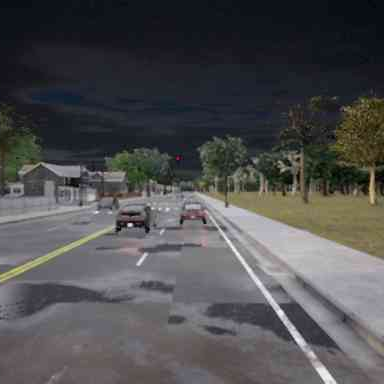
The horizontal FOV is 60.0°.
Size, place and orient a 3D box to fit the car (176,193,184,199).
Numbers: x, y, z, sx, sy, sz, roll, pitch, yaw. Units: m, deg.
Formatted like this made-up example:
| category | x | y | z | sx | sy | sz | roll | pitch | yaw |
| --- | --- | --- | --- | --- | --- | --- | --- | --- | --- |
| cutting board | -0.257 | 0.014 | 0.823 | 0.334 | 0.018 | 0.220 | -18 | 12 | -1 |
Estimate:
| category | x | y | z | sx | sy | sz | roll | pitch | yaw |
| --- | --- | --- | --- | --- | --- | --- | --- | --- | --- |
| car | -3.333 | 1.076 | 89.596 | 2.033 | 1.411 | 5.357 | 0 | 0 | 0 |

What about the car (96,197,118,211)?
| category | x | y | z | sx | sy | sz | roll | pitch | yaw |
| --- | --- | --- | --- | --- | --- | --- | --- | --- | --- |
| car | -9.788 | 1.369 | 39.054 | 1.837 | 1.490 | 4.892 | 0 | 0 | 0 |

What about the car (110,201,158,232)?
| category | x | y | z | sx | sy | sz | roll | pitch | yaw |
| --- | --- | --- | --- | --- | --- | --- | --- | --- | --- |
| car | -3.166 | 1.429 | 19.433 | 1.837 | 1.490 | 4.892 | 0 | 0 | 0 |

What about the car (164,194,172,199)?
| category | x | y | z | sx | sy | sz | roll | pitch | yaw |
| --- | --- | --- | --- | --- | --- | --- | --- | --- | --- |
| car | -6.585 | 1.203 | 91.458 | 1.895 | 1.301 | 4.718 | 0 | 0 | 0 |

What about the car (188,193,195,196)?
| category | x | y | z | sx | sy | sz | roll | pitch | yaw |
| --- | --- | --- | --- | --- | --- | --- | --- | --- | --- |
| car | -0.083 | 1.130 | 89.630 | 1.895 | 1.301 | 4.718 | 0 | 0 | 0 |

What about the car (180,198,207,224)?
| category | x | y | z | sx | sy | sz | roll | pitch | yaw |
| --- | --- | --- | --- | --- | --- | --- | --- | --- | --- |
| car | 0.077 | 1.431 | 23.990 | 1.812 | 1.442 | 4.674 | 0 | 0 | 0 |

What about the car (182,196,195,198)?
| category | x | y | z | sx | sy | sz | roll | pitch | yaw |
| --- | --- | --- | --- | --- | --- | --- | --- | --- | --- |
| car | 0.010 | 1.457 | 36.324 | 1.895 | 1.301 | 4.718 | 0 | 0 | 1 |
